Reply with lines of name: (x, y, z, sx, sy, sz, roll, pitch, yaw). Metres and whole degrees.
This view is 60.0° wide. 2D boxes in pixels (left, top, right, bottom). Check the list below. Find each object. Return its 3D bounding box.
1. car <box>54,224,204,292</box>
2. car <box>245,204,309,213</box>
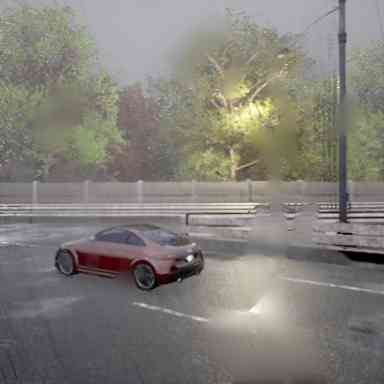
car: (-1.772, 1.560, 8.992, 4.181, 1.385, 1.994, 0, 0, 32)
car: (4.152, 1.477, 18.963, 5.008, 1.535, 1.882, -2, 0, -3)
